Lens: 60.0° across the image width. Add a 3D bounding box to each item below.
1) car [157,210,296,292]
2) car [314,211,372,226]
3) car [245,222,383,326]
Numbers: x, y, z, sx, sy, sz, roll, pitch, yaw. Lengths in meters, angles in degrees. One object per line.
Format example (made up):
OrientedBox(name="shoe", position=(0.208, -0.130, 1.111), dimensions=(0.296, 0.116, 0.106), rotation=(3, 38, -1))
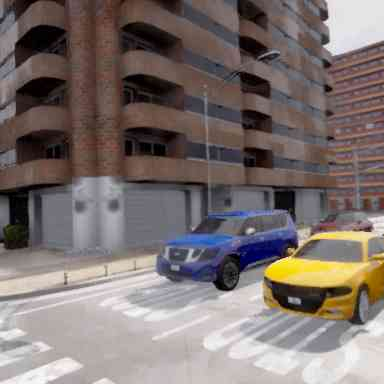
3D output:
OrientedBox(name="car", position=(1.439, 1.648, 10.730), dimensions=(2.150, 2.045, 5.566), rotation=(-4, -3, 43))
OrientedBox(name="car", position=(8.074, 1.851, 17.769), dimensions=(2.097, 1.767, 4.553), rotation=(-4, -3, 43))
OrientedBox(name="car", position=(3.548, 1.709, 7.849), dimensions=(1.882, 1.535, 5.008), rotation=(-4, -3, 43))
